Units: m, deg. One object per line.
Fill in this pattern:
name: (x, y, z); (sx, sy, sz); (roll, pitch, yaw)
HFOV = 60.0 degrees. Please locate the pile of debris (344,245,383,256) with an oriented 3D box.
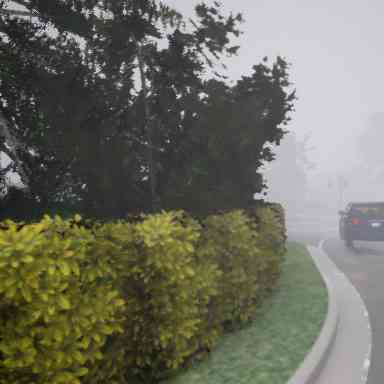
pile of debris: (7.255, 2.401, 13.766); (1.500, 0.140, 1.860); (-1, -1, 16)

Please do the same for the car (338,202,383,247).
car: (8.450, 1.480, 16.054); (2.150, 2.045, 5.566); (-1, -2, 21)

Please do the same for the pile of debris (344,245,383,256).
pile of debris: (7.255, 2.401, 13.766); (1.500, 0.140, 1.860); (-1, -1, 16)
